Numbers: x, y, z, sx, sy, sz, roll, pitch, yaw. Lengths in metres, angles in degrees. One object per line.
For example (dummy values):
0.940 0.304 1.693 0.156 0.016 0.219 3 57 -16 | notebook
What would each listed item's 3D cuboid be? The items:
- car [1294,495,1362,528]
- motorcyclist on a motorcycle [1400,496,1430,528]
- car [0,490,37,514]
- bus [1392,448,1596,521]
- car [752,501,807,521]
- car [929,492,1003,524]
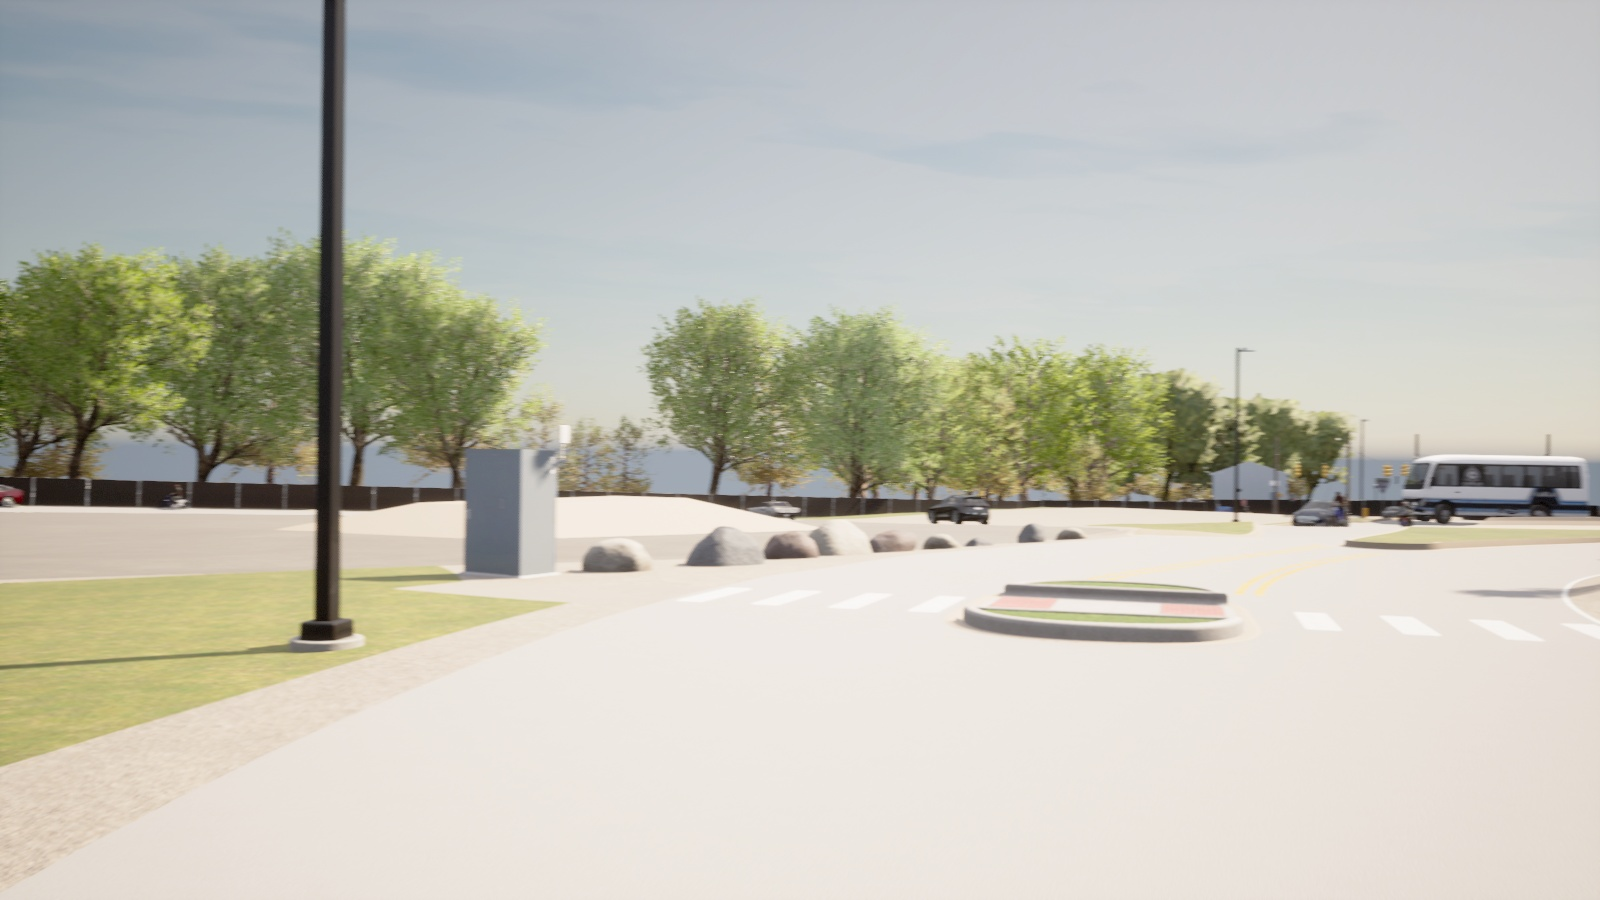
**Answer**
28.764 3.296 68.284 2.033 1.649 4.856 0 -2 40 | car
31.342 3.163 63.988 0.866 1.530 2.191 -8 -7 35 | motorcyclist on a motorcycle
-51.866 3.304 80.369 4.792 1.488 2.163 2 -1 -42 | car
42.609 2.106 77.455 10.273 4.253 3.944 1 -1 4 | bus
-1.446 4.231 87.021 1.895 1.301 4.718 1 -3 -27 | car
9.159 3.249 69.795 2.033 1.649 4.856 2 -4 -20 | car
